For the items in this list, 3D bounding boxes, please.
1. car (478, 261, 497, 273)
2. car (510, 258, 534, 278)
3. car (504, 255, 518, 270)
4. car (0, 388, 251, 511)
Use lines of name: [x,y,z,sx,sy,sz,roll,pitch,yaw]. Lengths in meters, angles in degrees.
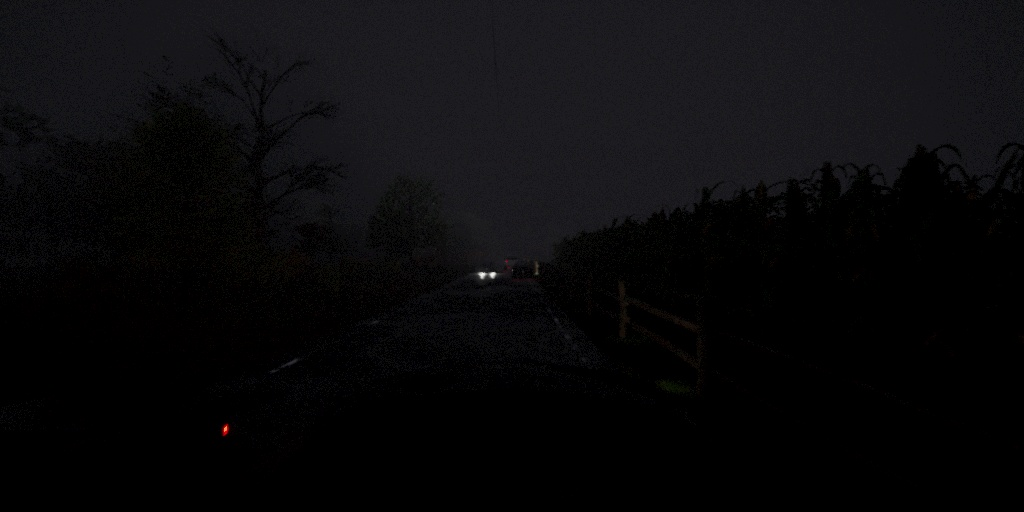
car: [-2.843,1.271,42.501,1.994,1.385,4.181,0,0,0]
car: [0.956,1.202,33.084,1.882,1.535,5.008,0,0,0]
car: [-0.007,0.912,51.457,2.150,2.045,5.566,0,0,0]
car: [-2.850,1.298,0.235,2.033,1.411,5.357,0,0,0]
